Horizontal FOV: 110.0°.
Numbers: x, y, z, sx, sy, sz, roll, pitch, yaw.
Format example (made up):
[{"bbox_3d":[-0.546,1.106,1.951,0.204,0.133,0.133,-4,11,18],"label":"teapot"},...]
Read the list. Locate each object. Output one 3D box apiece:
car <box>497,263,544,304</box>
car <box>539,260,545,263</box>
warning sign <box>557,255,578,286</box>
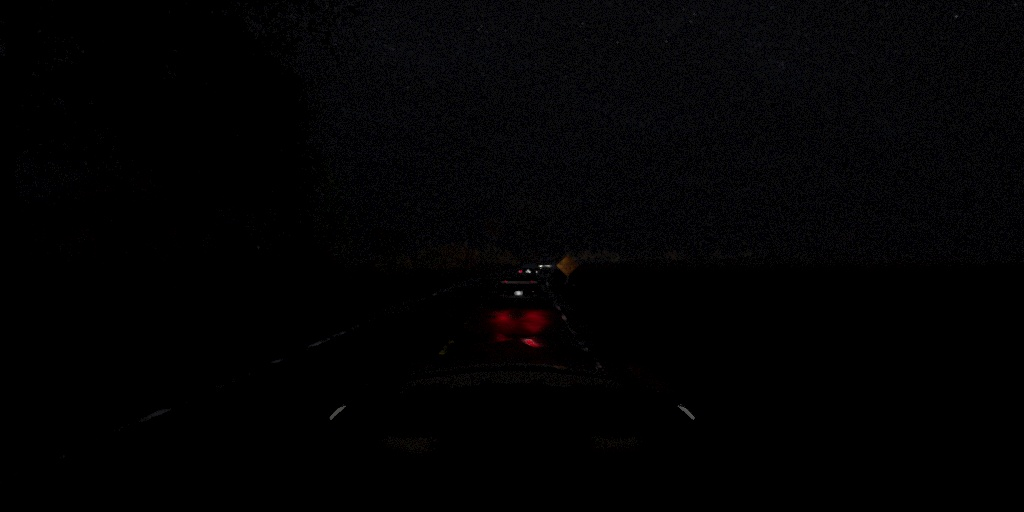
[{"bbox_3d":[0.389,1.243,16.404,2.128,1.511,4.902,0,0,3],"label":"car"},{"bbox_3d":[1.556,1.304,31.278,2.033,1.411,5.357,0,0,6],"label":"car"},{"bbox_3d":[3.385,0.860,21.887,1.300,1.860,1.060,0,0,4],"label":"warning sign"}]
